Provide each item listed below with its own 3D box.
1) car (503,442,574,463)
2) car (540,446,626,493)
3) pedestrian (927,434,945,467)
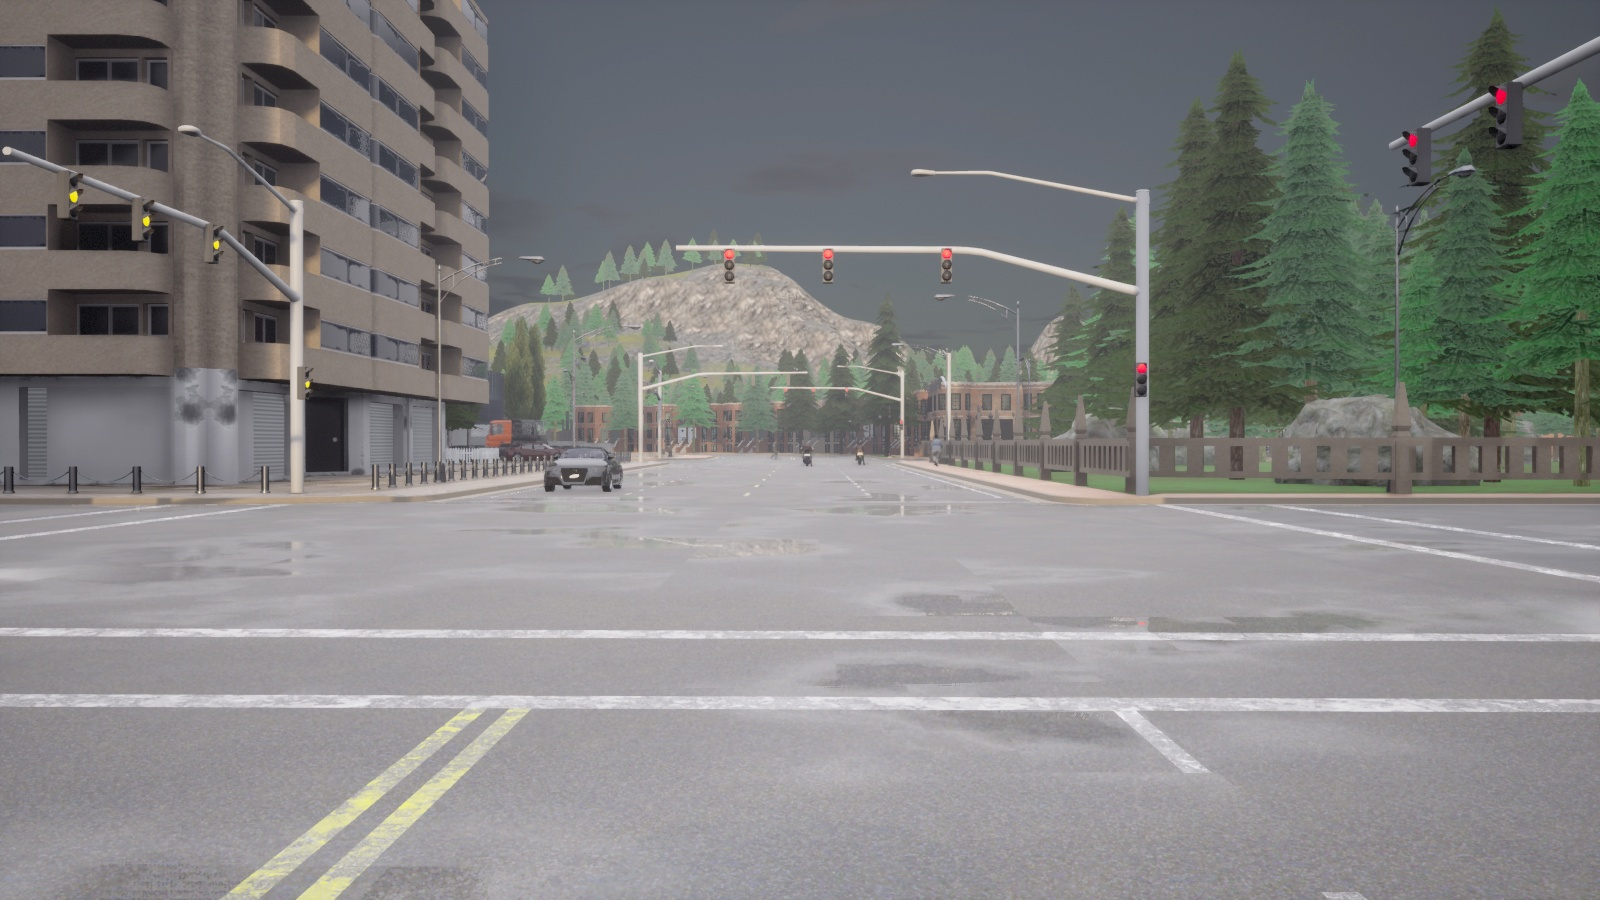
[{"bbox_3d":[-19.808,0.170,95.341,5.008,1.535,1.882,0,0,0],"label":"car"},{"bbox_3d":[-6.774,0.582,39.592,1.994,1.385,4.181,0,0,0],"label":"car"},{"bbox_3d":[7.545,0.018,69.606,0.874,1.855,0.900,0,0,-2],"label":"pedestrian"}]
